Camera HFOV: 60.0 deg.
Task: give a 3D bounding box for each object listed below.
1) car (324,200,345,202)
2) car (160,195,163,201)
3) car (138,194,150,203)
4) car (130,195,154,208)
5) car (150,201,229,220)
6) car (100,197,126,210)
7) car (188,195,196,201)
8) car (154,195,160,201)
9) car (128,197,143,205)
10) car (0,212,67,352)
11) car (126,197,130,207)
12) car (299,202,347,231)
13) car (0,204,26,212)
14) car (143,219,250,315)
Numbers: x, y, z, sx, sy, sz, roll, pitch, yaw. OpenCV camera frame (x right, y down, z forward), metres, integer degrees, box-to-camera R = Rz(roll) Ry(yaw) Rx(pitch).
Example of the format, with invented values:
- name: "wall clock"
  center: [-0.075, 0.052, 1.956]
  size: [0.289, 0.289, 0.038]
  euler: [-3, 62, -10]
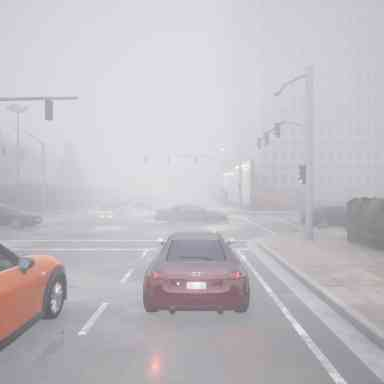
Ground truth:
- name: "car"
  center: [13.134, 1.547, 31.430]
  size: [4.902, 1.511, 2.128]
  euler: [0, 0, 0]
- name: "car"
  center: [-6.939, 1.352, 66.130]
  size: [2.097, 1.767, 4.553]
  euler: [0, 0, 1]
- name: "car"
  center: [-10.406, 1.355, 72.289]
  size: [2.097, 1.767, 4.553]
  euler: [0, 0, 0]
- name: "car"
  center: [-7.024, 1.352, 47.109]
  size: [2.097, 1.767, 4.553]
  euler: [0, 0, 0]
- name: "car"
  center: [-0.055, 1.579, 24.218]
  size: [5.357, 1.411, 2.033]
  euler: [0, 0, 0]
- name: "car"
  center: [-10.546, 1.491, 43.510]
  size: [2.128, 1.511, 4.902]
  euler: [0, 0, 1]
- name: "car"
  center: [0.110, 1.552, 84.594]
  size: [1.994, 1.385, 4.181]
  euler: [0, 0, 0]
- name: "car"
  center: [-7.009, 1.505, 56.052]
  size: [1.837, 1.490, 4.892]
  euler: [0, 0, 0]
- name: "car"
  center: [-10.476, 1.601, 61.959]
  size: [1.895, 1.301, 4.718]
  euler: [0, 0, 0]
- name: "car"
  center: [-3.434, 1.352, 4.506]
  size: [2.097, 1.767, 4.553]
  euler: [0, 0, 1]
- name: "car"
  center: [-10.521, 1.477, 52.659]
  size: [1.882, 1.535, 5.008]
  euler: [0, 0, 0]
- name: "car"
  center: [9.199, 1.561, 20.728]
  size: [4.892, 1.490, 1.837]
  euler: [0, 0, 0]
- name: "car"
  center: [-11.913, 1.531, 20.709]
  size: [4.892, 1.490, 1.837]
  euler: [0, 0, 0]
- name: "car"
  center: [0.087, 1.564, 7.680]
  size: [1.994, 1.385, 4.181]
  euler: [0, 0, 0]
